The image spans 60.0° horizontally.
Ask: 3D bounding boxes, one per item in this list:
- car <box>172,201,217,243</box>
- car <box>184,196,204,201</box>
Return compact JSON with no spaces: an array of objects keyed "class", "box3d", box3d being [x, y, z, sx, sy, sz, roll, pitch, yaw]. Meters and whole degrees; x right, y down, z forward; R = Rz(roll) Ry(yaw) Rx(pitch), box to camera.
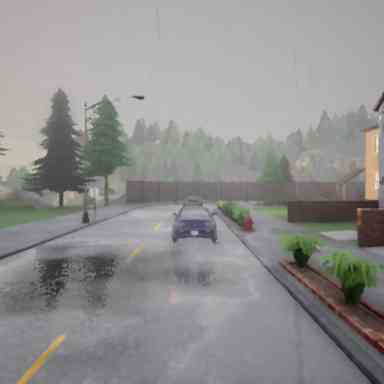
[{"class":"car","box3d":[0.097,1.348,14.851,1.812,1.442,4.674,0,1,0]},{"class":"car","box3d":[0.177,1.104,32.664,2.128,1.511,4.902,0,1,2]}]
